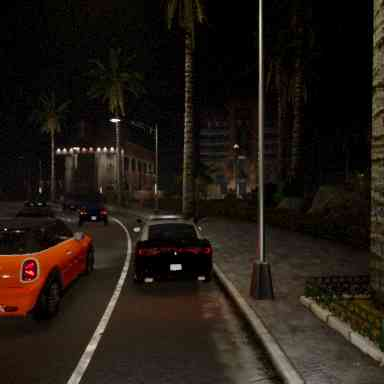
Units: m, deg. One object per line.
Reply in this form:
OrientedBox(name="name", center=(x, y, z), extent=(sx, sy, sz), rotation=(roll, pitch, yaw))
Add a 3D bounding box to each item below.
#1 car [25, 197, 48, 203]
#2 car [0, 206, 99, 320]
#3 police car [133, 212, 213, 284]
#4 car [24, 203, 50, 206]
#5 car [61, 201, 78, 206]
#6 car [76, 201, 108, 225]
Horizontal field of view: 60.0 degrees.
OrientedBox(name="car", center=(-16.979, 1.337, 36.289), extent=(2.097, 1.767, 4.553), rotation=(0, 0, -34))
OrientedBox(name="car", center=(-3.618, 1.348, 7.394), extent=(2.097, 1.767, 4.553), rotation=(0, 0, -5))
OrientedBox(name="police car", center=(-0.678, 1.424, 9.770), extent=(1.930, 1.638, 5.238), rotation=(0, 0, -7))
OrientedBox(name="car", center=(-9.990, 1.593, 21.439), extent=(1.895, 1.301, 4.718), rotation=(0, 0, -17))
OrientedBox(name="car", center=(-13.097, 1.591, 36.790), extent=(1.895, 1.301, 4.718), rotation=(0, 0, -32))
OrientedBox(name="car", center=(-6.974, 1.522, 23.452), extent=(1.812, 1.442, 4.674), rotation=(0, -1, -17))
